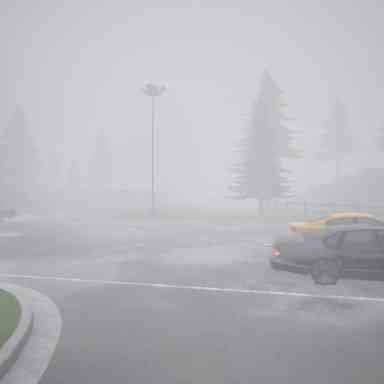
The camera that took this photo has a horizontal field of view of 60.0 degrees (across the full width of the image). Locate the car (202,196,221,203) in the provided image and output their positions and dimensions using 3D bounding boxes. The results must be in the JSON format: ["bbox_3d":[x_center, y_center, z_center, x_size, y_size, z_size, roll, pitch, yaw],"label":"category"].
[{"bbox_3d":[4.105,1.518,69.392,2.128,1.511,4.902,0,0,-34],"label":"car"}]

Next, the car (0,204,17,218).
[{"bbox_3d":[-16.818,1.562,27.700,4.181,1.385,1.994,0,0,13],"label":"car"}]

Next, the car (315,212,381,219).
[{"bbox_3d":[5.918,1.485,11.771,5.008,1.535,1.882,0,0,13],"label":"car"}]

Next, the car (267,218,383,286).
[{"bbox_3d":[4.659,1.553,8.467,5.357,1.411,2.033,0,0,13],"label":"car"}]
